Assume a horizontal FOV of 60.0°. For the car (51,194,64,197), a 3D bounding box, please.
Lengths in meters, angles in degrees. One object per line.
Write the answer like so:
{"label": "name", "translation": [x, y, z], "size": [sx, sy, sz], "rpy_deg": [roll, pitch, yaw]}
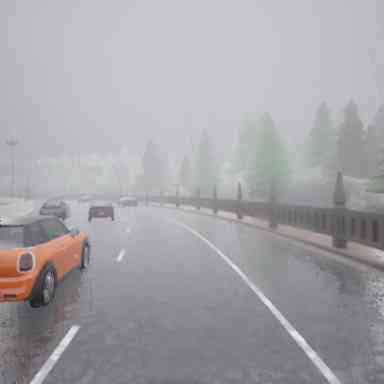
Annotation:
{"label": "car", "translation": [-30.501, 1.257, 75.001], "size": [1.882, 1.535, 5.008], "rpy_deg": [0, 0, -44]}

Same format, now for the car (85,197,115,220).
{"label": "car", "translation": [-7.257, 1.408, 26.752], "size": [1.882, 1.535, 5.008], "rpy_deg": [0, 0, -15]}

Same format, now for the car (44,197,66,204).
{"label": "car", "translation": [-10.698, 1.437, 26.106], "size": [2.128, 1.511, 4.902], "rpy_deg": [0, 0, -15]}

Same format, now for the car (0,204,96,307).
{"label": "car", "translation": [-3.951, 1.337, 8.034], "size": [2.097, 1.767, 4.553], "rpy_deg": [0, 0, -4]}

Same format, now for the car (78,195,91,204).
{"label": "car", "translation": [-19.894, 1.374, 62.193], "size": [1.812, 1.442, 4.674], "rpy_deg": [0, 0, -35]}

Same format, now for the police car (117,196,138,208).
{"label": "police car", "translation": [-8.828, 1.295, 45.146], "size": [1.930, 1.638, 5.238], "rpy_deg": [0, 0, -25]}
